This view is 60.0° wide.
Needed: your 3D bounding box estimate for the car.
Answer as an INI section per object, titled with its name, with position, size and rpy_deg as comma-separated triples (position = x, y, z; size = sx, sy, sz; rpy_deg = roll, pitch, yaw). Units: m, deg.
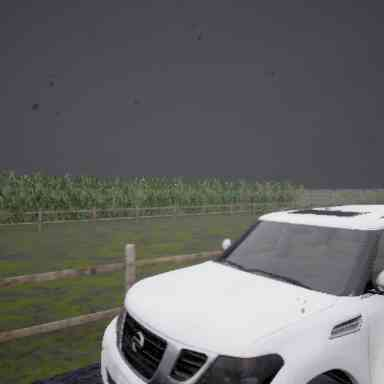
[car]
position = 1.784, 1.221, 4.175
size = 5.566, 2.045, 2.150
rpy_deg = 0, 0, -33
